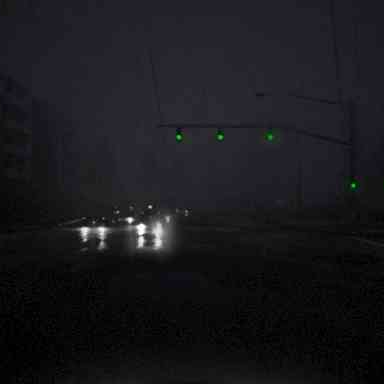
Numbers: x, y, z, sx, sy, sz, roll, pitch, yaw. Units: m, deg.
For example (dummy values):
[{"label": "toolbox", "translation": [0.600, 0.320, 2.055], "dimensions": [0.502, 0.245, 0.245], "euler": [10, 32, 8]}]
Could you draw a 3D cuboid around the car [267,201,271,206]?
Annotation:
[{"label": "car", "translation": [13.687, 2.133, 67.613], "dimensions": [5.357, 1.411, 2.033], "euler": [0, -1, -39]}]

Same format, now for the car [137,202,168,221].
[{"label": "car", "translation": [-3.549, 1.867, 30.499], "dimensions": [1.895, 1.301, 4.718], "euler": [0, 0, -1]}]

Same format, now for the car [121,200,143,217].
[{"label": "car", "translation": [-6.923, 1.661, 35.545], "dimensions": [2.097, 1.767, 4.553], "euler": [0, 0, 1]}]

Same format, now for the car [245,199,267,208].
[{"label": "car", "translation": [10.977, 2.117, 58.959], "dimensions": [1.895, 1.301, 4.718], "euler": [0, -1, 35]}]

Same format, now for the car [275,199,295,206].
[{"label": "car", "translation": [18.753, 2.115, 67.283], "dimensions": [4.674, 1.442, 1.812], "euler": [0, -1, -36]}]

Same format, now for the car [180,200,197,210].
[{"label": "car", "translation": [-0.775, 2.051, 51.635], "dimensions": [1.895, 1.301, 4.718], "euler": [0, -1, 20]}]

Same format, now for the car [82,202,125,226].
[{"label": "car", "translation": [-6.973, 1.774, 26.069], "dimensions": [2.033, 1.411, 5.357], "euler": [0, 0, -1]}]

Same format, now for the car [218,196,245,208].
[{"label": "car", "translation": [6.776, 1.741, 59.441], "dimensions": [2.150, 2.045, 5.566], "euler": [0, -1, 34]}]

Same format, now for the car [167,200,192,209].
[{"label": "car", "translation": [-2.080, 2.050, 57.755], "dimensions": [2.033, 1.411, 5.357], "euler": [0, -1, 26]}]

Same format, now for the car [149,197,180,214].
[{"label": "car", "translation": [-3.248, 1.572, 40.201], "dimensions": [2.150, 2.045, 5.566], "euler": [0, -1, 5]}]
